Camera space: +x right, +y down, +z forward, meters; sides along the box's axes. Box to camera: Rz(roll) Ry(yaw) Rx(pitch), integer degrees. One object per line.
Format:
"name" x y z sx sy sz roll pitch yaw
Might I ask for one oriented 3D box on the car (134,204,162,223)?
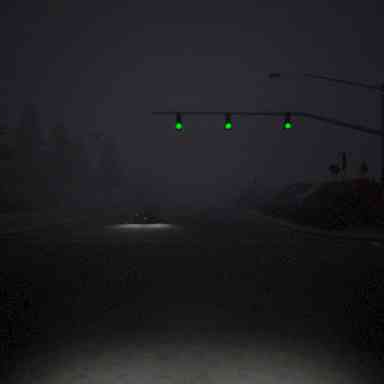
"car" -3.605 1.771 27.905 1.812 1.442 4.674 0 0 0
